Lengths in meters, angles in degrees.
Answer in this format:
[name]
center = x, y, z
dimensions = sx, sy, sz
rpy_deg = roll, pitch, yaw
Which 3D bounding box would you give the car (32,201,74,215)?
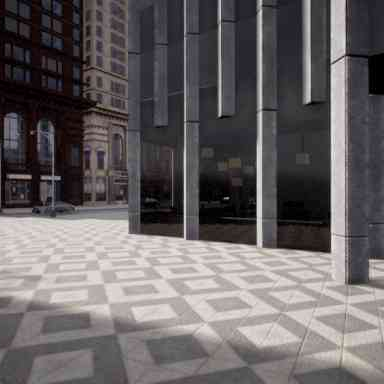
[car]
center = -14.630, 1.630, 35.221
dimensions = 1.994, 1.385, 4.181
rpy_deg = 0, 0, 36
